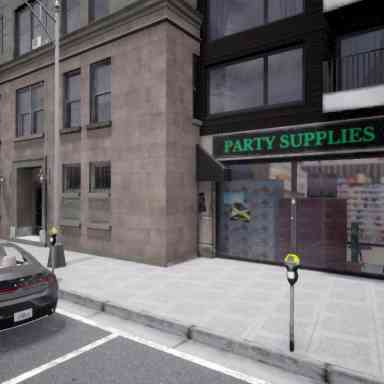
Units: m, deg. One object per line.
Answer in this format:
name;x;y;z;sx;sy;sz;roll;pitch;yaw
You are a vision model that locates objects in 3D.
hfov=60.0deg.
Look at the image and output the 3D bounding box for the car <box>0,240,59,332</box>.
car;-4.221;1.551;6.095;4.403;1.369;2.008;0;0;36
